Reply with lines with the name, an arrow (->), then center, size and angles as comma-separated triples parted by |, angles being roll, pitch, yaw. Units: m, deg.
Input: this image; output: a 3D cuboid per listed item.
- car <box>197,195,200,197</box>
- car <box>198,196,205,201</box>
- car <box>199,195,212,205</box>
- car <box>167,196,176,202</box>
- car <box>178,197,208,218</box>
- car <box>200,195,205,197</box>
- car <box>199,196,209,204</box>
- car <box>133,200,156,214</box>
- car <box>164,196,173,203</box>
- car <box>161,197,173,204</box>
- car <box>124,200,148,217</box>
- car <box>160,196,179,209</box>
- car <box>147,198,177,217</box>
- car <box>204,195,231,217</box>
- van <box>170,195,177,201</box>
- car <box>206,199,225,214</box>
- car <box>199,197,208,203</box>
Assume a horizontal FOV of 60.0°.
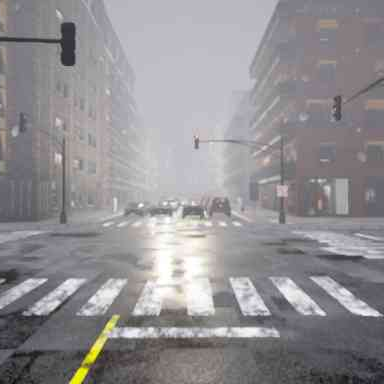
car -> 0.015, 1.681, 61.975 | 1.994, 1.385, 4.181 | 0, 0, 0
car -> 2.599, 1.878, 93.141 | 1.947, 1.339, 4.313 | 1, 0, 0
car -> 2.596, 1.448, 65.327 | 2.192, 1.841, 5.009 | 1, 0, 0
car -> -5.282, 1.825, 87.547 | 2.008, 1.369, 4.403 | 1, 0, 0
car -> 0.090, 1.522, 30.117 | 2.128, 1.511, 4.902 | 0, 0, 1
car -> 2.593, 1.366, 43.092 | 2.192, 1.841, 5.009 | 1, 0, 0
car -> 2.595, 1.606, 70.890 | 1.967, 1.590, 4.097 | 1, 0, 0
car -> -5.291, 1.607, 37.485 | 1.947, 1.339, 4.313 | 1, 0, 0
car -> -5.284, 1.725, 76.249 | 1.752, 1.417, 4.829 | 1, 0, 0
car -> -5.286, 1.717, 70.857 | 2.008, 1.369, 4.403 | 1, 0, 0
car -> -5.293, 1.600, 31.924 | 1.947, 1.339, 4.313 | 1, 0, 0
car -> -2.818, 1.575, 42.046 | 1.812, 1.442, 4.674 | 0, 0, 0
car -> -2.836, 1.598, 32.156 | 1.994, 1.385, 4.181 | 0, 0, 0
car -> 2.592, 1.349, 31.968 | 2.192, 1.841, 5.009 | 1, 0, 0
van -> -5.278, 1.654, 93.112 | 1.690, 1.788, 3.998 | 1, 0, 0
car -> 2.589, 1.567, 37.697 | 1.752, 1.417, 4.829 | 1, 0, 0
car -> 2.595, 1.782, 76.450 | 1.802, 1.307, 4.206 | 1, 0, 0
